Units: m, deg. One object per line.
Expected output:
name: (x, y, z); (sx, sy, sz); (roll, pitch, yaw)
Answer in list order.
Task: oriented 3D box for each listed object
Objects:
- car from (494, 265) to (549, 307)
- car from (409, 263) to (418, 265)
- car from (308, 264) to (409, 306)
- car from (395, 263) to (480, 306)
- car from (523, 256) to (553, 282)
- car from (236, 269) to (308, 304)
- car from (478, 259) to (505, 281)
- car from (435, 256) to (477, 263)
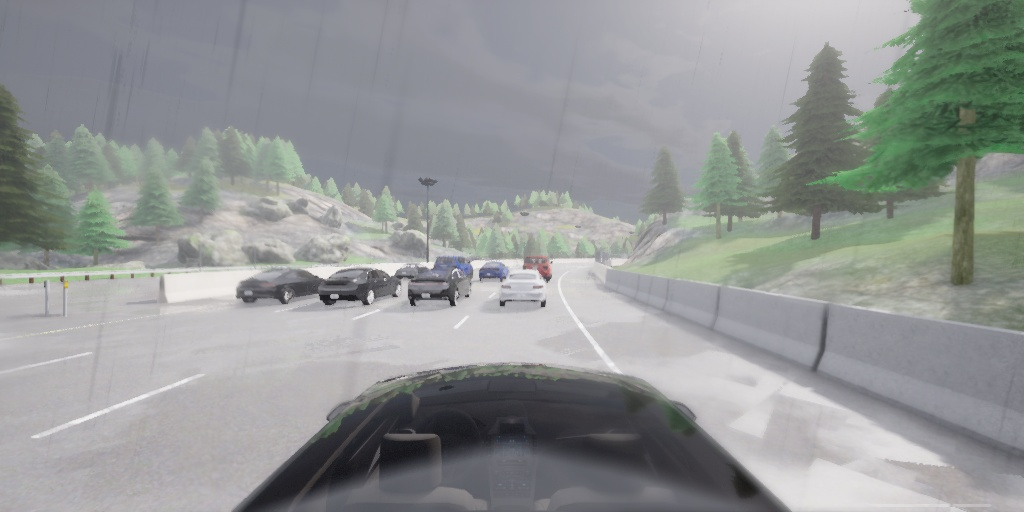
car: (0.521, 1.280, 15.299); (1.812, 1.442, 4.674); (0, 0, 4)
car: (-8.301, 1.320, 30.597); (1.994, 1.385, 4.181); (0, 0, 9)
car: (-6.459, 1.263, 15.826); (1.837, 1.490, 4.892); (0, 0, 4)
car: (-2.969, 1.242, 15.563); (2.128, 1.511, 4.902); (0, 0, 4)
car: (2.084, 1.005, 29.049); (2.150, 2.045, 5.566); (0, 0, 9)
car: (-9.949, 1.280, 16.090); (1.812, 1.442, 4.674); (0, 0, 4)
car: (-1.380, 1.232, 29.546); (1.882, 1.535, 5.008); (0, 0, 9)
car: (-4.836, 1.005, 30.101); (2.150, 2.045, 5.566); (0, 0, 9)
